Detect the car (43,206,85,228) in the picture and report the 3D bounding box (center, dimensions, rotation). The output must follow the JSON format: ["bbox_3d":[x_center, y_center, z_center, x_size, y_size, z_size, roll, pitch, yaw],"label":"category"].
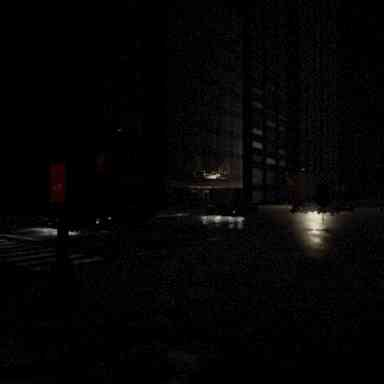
[{"bbox_3d":[-7.827,1.739,24.127,2.033,1.411,5.357,0,-1,36],"label":"car"}]

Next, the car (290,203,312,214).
[{"bbox_3d":[14.568,2.124,43.627,2.033,1.411,5.357,0,-1,36],"label":"car"}]

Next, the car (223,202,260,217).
[{"bbox_3d":[5.945,1.936,37.528,2.128,1.511,4.902,0,-1,36],"label":"car"}]

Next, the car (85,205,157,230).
[{"bbox_3d":[-4.551,1.694,23.101,2.128,1.511,4.902,0,-1,36],"label":"car"}]

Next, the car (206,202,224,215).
[{"bbox_3d":[3.522,1.931,39.722,1.882,1.535,5.008,0,-1,36],"label":"car"}]

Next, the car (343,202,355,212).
[{"bbox_3d":[23.026,2.255,49.811,2.033,1.411,5.357,0,-1,36],"label":"car"}]

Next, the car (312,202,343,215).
[{"bbox_3d":[16.972,2.072,41.406,1.837,1.490,4.892,0,-1,37],"label":"car"}]

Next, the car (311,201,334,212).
[{"bbox_3d":[20.397,2.203,51.722,2.128,1.511,4.902,0,-1,36],"label":"car"}]
